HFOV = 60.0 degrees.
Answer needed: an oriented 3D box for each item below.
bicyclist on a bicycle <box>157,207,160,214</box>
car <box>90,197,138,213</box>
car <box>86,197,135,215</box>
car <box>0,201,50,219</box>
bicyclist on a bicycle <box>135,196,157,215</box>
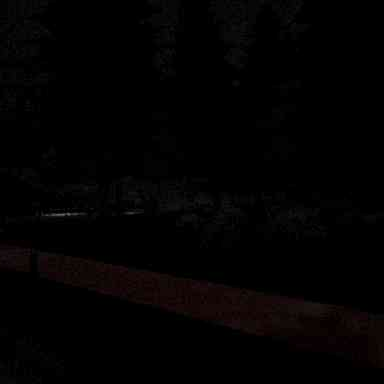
[{"bbox_3d":[-3.529,1.142,28.924,1.656,1.620,0.582,0,0,22],"label":"bicyclist on a bicycle"},{"bbox_3d":[-8.295,1.329,35.907,2.128,1.511,4.902,0,0,36],"label":"car"},{"bbox_3d":[-7.580,1.401,30.592,1.994,1.385,4.181,0,0,35],"label":"car"},{"bbox_3d":[-14.350,1.438,27.422,1.895,1.301,4.718,0,0,35],"label":"car"},{"bbox_3d":[-4.091,1.141,28.441,1.656,1.620,0.582,0,0,15],"label":"bicyclist on a bicycle"}]
